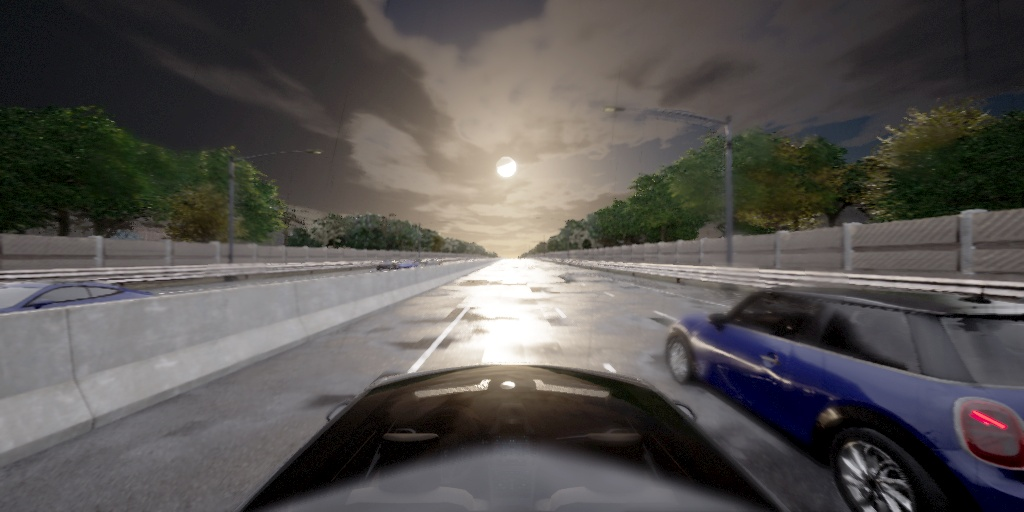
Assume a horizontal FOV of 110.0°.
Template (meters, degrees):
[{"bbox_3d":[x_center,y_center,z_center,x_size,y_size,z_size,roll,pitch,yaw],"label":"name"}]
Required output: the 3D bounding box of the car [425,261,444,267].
[{"bbox_3d":[-10.548,1.376,48.886,1.837,1.490,4.892,0,0,0],"label":"car"}]

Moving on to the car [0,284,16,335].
[{"bbox_3d":[-14.096,1.371,7.137,1.895,1.301,4.718,0,0,0],"label":"car"}]

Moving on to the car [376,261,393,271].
[{"bbox_3d":[-17.523,1.419,50.938,2.033,1.411,5.357,0,0,1],"label":"car"}]

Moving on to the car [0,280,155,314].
[{"bbox_3d":[-10.595,1.300,7.971,1.812,1.442,4.674,0,0,0],"label":"car"}]

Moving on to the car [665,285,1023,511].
[{"bbox_3d":[3.602,1.112,4.164,2.097,1.767,4.553,0,0,0],"label":"car"}]

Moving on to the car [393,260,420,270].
[{"bbox_3d":[-14.048,1.348,48.869,1.882,1.535,5.008,0,0,0],"label":"car"}]

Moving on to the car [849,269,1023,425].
[{"bbox_3d":[7.102,1.112,4.156,2.097,1.767,4.553,0,0,0],"label":"car"}]
